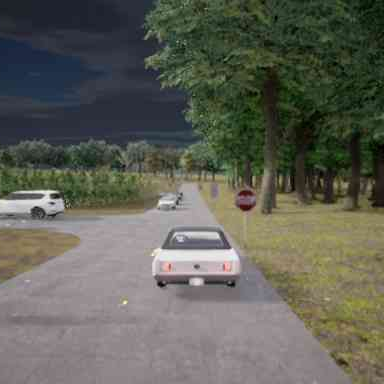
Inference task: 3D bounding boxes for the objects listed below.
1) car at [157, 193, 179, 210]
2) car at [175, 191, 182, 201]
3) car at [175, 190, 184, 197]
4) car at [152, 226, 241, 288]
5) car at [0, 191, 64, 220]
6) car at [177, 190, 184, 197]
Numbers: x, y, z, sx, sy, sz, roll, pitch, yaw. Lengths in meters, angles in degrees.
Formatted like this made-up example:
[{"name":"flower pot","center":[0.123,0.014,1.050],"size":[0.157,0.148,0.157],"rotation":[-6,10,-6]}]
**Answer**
[{"name":"car","center":[-2.823,1.236,38.135],"size":[1.812,1.442,4.674],"rotation":[0,1,0]},{"name":"car","center":[-2.818,1.052,47.317],"size":[1.812,1.442,4.674],"rotation":[0,1,0]},{"name":"car","center":[-2.718,0.315,72.761],"size":[1.895,1.301,4.718],"rotation":[0,1,0]},{"name":"car","center":[0.104,1.575,9.152],"size":[1.895,1.301,4.718],"rotation":[0,0,0]},{"name":"car","center":[-12.366,0.921,24.560],"size":[5.566,2.045,2.150],"rotation":[0,2,3]},{"name":"car","center":[-2.790,0.822,58.037],"size":[1.994,1.385,4.181],"rotation":[0,1,0]}]
